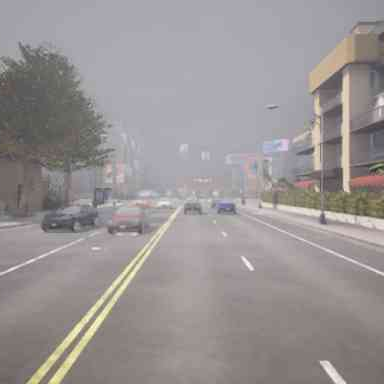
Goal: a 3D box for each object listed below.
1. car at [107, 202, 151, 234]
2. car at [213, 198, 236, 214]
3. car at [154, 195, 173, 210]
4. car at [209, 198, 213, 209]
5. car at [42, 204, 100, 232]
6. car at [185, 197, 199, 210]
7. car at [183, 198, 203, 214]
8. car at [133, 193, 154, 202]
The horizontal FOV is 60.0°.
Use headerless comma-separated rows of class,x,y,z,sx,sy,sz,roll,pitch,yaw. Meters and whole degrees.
car,-3.601,1.540,19.487,1.812,1.442,4.674,0,0,0
car,3.582,1.503,35.723,1.882,1.535,5.008,0,0,0
car,-3.586,1.557,44.267,1.812,1.442,4.674,0,0,0
car,3.487,1.538,45.793,1.837,1.490,4.892,0,0,0
car,-7.228,1.492,20.283,1.882,1.535,5.008,0,0,4
car,-0.013,1.510,45.634,1.882,1.535,5.008,0,0,0
car,0.081,1.530,35.415,1.837,1.490,4.892,0,0,0
car,-7.071,1.384,47.104,2.097,1.767,4.553,0,0,0
